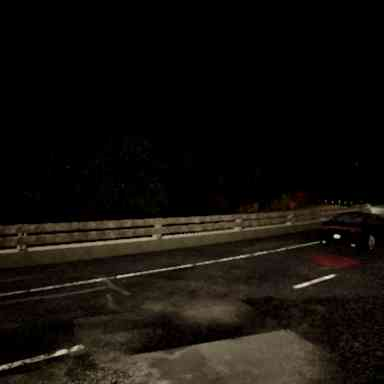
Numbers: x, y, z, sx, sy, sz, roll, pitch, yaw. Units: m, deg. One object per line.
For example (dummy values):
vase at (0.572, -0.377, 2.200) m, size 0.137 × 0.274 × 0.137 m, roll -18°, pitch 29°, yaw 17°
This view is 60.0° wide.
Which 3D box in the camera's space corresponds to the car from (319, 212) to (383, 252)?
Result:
car at (7.589, 1.645, 15.020) m, size 5.008 × 1.535 × 1.882 m, roll 0°, pitch 0°, yaw -44°
